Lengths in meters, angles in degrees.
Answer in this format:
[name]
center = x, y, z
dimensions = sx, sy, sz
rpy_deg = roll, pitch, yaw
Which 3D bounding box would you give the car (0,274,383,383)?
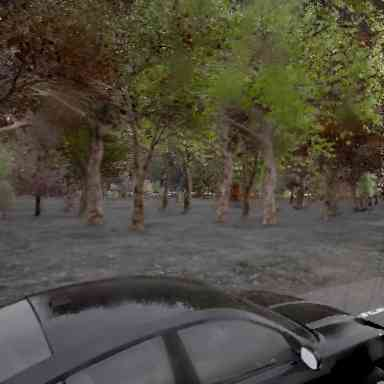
[car]
center = -0.231, 1.490, 2.775
dimensions = 5.008, 1.535, 1.882
rpy_deg = 0, 0, -33
